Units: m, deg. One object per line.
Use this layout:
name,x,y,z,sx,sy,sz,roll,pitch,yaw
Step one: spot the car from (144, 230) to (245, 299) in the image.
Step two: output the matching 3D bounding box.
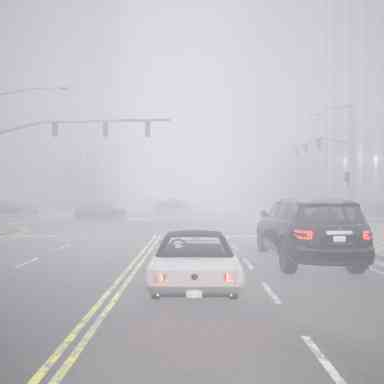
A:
car,0.067,1.601,8.369,1.895,1.301,4.718,0,0,1

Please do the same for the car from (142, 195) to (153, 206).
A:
car,-7.040,1.352,55.236,2.097,1.767,4.553,0,0,0

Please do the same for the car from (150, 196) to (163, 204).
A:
car,-6.971,1.547,65.756,2.033,1.411,5.357,0,0,1

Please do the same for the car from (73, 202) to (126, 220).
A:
car,-7.606,1.564,27.577,4.181,1.385,1.994,0,0,-1

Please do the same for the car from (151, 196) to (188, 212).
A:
car,-2.293,1.477,39.426,1.882,1.535,5.008,1,0,30

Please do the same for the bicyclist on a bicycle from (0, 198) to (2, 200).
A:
bicyclist on a bicycle,-26.380,1.301,45.389,0.582,1.620,1.656,0,0,-1

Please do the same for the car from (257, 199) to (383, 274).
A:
car,3.583,1.222,10.723,2.150,2.045,5.566,0,0,0

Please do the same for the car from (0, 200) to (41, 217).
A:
car,-16.732,1.491,31.073,4.902,1.511,2.128,0,0,-2

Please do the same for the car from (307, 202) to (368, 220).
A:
car,12.077,1.564,27.760,4.181,1.385,1.994,0,0,-1
